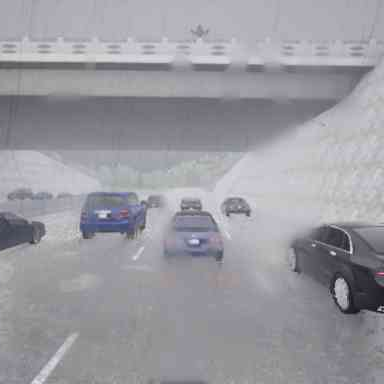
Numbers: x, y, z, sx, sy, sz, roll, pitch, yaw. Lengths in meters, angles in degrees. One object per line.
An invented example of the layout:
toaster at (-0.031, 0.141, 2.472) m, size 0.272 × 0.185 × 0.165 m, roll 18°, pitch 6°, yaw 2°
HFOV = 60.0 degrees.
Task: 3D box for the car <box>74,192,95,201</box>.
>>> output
car at (-17.880, 0.758, 55.623) m, size 1.895 × 1.301 × 4.718 m, roll 0°, pitch 1°, yaw 0°

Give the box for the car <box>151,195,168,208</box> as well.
car at (-3.603, 1.019, 33.187) m, size 1.812 × 1.442 × 4.674 m, roll 0°, pitch 1°, yaw 0°

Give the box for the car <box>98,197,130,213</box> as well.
car at (-7.075, 1.135, 30.600) m, size 1.895 × 1.301 × 4.718 m, roll 0°, pitch 1°, yaw 0°

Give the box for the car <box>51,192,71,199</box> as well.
car at (-21.386, 0.718, 55.880) m, size 1.994 × 1.385 × 4.181 m, roll 0°, pitch 1°, yaw 0°

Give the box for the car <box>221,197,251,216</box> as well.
car at (3.447, 1.137, 26.691) m, size 2.033 × 1.411 × 5.357 m, roll 0°, pitch 1°, yaw 0°

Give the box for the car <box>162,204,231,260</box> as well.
car at (0.034, 1.368, 11.615) m, size 2.033 × 1.411 × 5.357 m, roll 0°, pitch 1°, yaw 0°

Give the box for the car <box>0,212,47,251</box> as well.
car at (-6.965, 1.375, 11.386) m, size 2.033 × 1.411 × 5.357 m, roll 0°, pitch 1°, yaw 0°

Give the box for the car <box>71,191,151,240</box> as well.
car at (-3.489, 0.982, 15.613) m, size 2.150 × 2.045 × 5.566 m, roll 0°, pitch 1°, yaw 0°

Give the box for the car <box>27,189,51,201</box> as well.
car at (-24.875, 0.640, 55.478) m, size 1.882 × 1.535 × 5.008 m, roll 0°, pitch 1°, yaw 0°

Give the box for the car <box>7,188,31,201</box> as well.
car at (-28.365, 0.390, 55.215) m, size 2.150 × 2.045 × 5.566 m, roll 0°, pitch 1°, yaw 0°

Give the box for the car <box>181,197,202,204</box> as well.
car at (-0.075, 1.131, 30.641) m, size 1.895 × 1.301 × 4.718 m, roll 0°, pitch 1°, yaw 0°

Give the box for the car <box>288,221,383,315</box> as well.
car at (3.555, 1.389, 7.292) m, size 1.837 × 1.490 × 4.892 m, roll 0°, pitch 1°, yaw 0°
